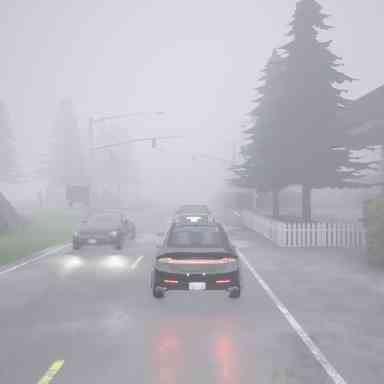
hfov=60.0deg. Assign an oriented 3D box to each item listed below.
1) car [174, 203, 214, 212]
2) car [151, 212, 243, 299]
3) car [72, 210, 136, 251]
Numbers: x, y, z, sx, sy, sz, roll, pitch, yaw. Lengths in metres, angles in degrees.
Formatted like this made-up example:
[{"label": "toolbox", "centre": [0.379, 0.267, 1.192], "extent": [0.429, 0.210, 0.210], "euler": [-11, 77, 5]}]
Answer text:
[{"label": "car", "centre": [0.088, 1.352, 17.613], "extent": [2.097, 1.767, 4.553], "euler": [0, 0, 0]}, {"label": "car", "centre": [0.094, 1.492, 8.460], "extent": [2.128, 1.511, 4.902], "euler": [0, 0, 0]}, {"label": "car", "centre": [-3.580, 1.525, 14.350], "extent": [1.812, 1.442, 4.674], "euler": [0, 0, 0]}]
